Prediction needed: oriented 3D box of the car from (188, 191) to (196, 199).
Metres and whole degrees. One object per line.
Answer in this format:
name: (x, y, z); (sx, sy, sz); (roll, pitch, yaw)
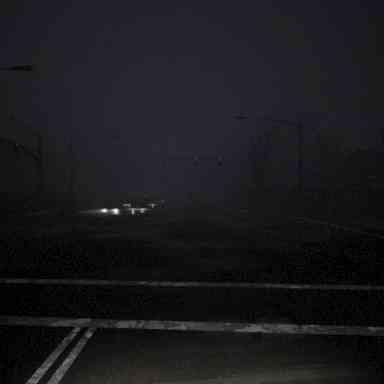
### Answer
car: (-0.094, 0.904, 77.264); (2.033, 1.411, 5.357); (0, 1, 0)

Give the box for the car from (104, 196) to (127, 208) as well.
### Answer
car: (-10.657, 1.474, 45.722); (1.895, 1.301, 4.718); (0, 1, 0)

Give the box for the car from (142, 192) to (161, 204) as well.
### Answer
car: (-7.151, 1.272, 57.765); (2.033, 1.411, 5.357); (0, 1, 0)

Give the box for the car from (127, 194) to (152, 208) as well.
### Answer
car: (-7.186, 1.415, 45.917); (2.033, 1.411, 5.357); (0, 1, -2)

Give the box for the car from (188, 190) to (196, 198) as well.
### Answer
car: (-0.108, 0.505, 87.758); (2.097, 1.767, 4.553); (0, 1, 0)

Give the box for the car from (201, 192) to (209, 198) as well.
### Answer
car: (3.392, 0.673, 87.796); (1.812, 1.442, 4.674); (0, 1, 0)

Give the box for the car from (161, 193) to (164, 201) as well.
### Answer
car: (-7.087, 0.974, 70.803); (1.882, 1.535, 5.008); (0, 1, 0)

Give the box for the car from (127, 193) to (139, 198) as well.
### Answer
car: (-10.652, 1.317, 55.613); (1.994, 1.385, 4.181); (0, 1, 0)

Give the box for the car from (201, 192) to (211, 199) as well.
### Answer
car: (3.405, 0.951, 77.666); (1.895, 1.301, 4.718); (0, 1, 0)

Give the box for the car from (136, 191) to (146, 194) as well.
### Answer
car: (-10.584, 0.759, 68.517); (2.150, 2.045, 5.566); (0, 1, 0)
